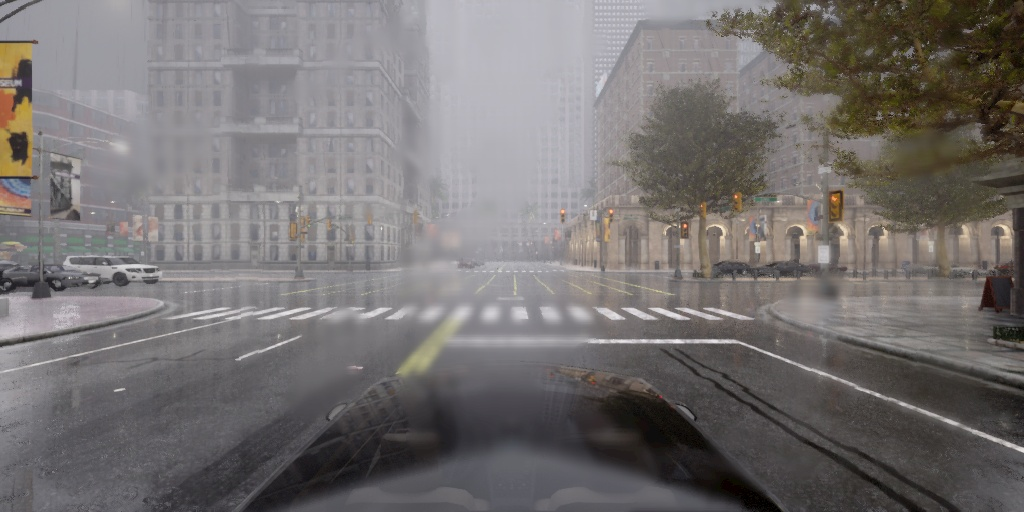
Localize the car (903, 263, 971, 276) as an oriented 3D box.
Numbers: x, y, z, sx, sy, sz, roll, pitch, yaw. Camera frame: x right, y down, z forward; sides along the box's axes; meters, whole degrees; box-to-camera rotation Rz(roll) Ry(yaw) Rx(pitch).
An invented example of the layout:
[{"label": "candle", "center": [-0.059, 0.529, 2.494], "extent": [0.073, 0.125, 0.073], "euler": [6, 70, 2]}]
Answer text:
[{"label": "car", "center": [42.444, 1.351, 35.882], "extent": [4.718, 1.301, 1.895], "euler": [0, 0, 0]}]

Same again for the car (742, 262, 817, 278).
[{"label": "car", "center": [24.151, 1.254, 32.479], "extent": [4.892, 1.490, 1.837], "euler": [0, 0, 0]}]

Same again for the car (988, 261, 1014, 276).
[{"label": "car", "center": [46.272, 1.102, 32.351], "extent": [4.553, 1.767, 2.097], "euler": [0, 0, 1]}]

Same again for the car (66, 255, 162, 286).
[{"label": "car", "center": [-27.388, 0.971, 24.552], "extent": [5.566, 2.045, 2.150], "euler": [0, 0, 2]}]

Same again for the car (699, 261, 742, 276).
[{"label": "car", "center": [21.397, 1.254, 35.993], "extent": [4.892, 1.490, 1.837], "euler": [0, 0, 0]}]

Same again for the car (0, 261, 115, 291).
[{"label": "car", "center": [-27.067, 1.241, 21.036], "extent": [4.902, 1.511, 2.128], "euler": [0, 0, 0]}]

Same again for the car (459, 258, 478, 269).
[{"label": "car", "center": [-7.120, 1.102, 56.621], "extent": [2.097, 1.767, 4.553], "euler": [0, 0, 0]}]

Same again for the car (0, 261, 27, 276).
[{"label": "car", "center": [-52.548, 1.255, 36.916], "extent": [4.892, 1.490, 1.837], "euler": [0, 0, 20]}]
